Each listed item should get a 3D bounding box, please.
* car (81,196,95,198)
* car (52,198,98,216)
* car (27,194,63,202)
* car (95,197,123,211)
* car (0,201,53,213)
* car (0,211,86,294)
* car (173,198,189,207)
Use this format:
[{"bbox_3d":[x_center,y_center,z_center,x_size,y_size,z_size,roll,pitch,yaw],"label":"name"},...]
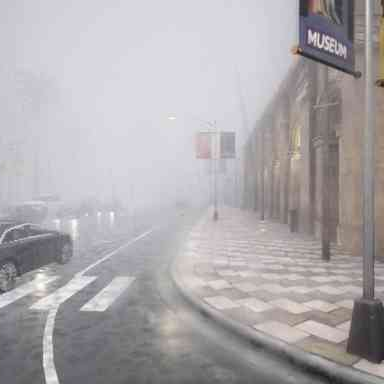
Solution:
[{"bbox_3d":[-13.089,1.352,41.519,2.097,1.767,4.553,0,0,5],"label":"car"},{"bbox_3d":[-10.482,1.526,30.218,1.812,1.442,4.674,0,0,5],"label":"car"},{"bbox_3d":[-13.919,1.221,31.227,2.150,2.045,5.566,0,0,4],"label":"car"},{"bbox_3d":[-9.692,1.526,40.076,1.812,1.442,4.674,0,0,5],"label":"car"},{"bbox_3d":[-11.173,1.547,20.815,2.033,1.411,5.357,0,0,4],"label":"car"},{"bbox_3d":[-4.878,1.499,8.846,2.128,1.511,4.902,0,0,4],"label":"car"},{"bbox_3d":[-1.671,1.604,51.446,1.895,1.301,4.718,0,0,5],"label":"car"}]
